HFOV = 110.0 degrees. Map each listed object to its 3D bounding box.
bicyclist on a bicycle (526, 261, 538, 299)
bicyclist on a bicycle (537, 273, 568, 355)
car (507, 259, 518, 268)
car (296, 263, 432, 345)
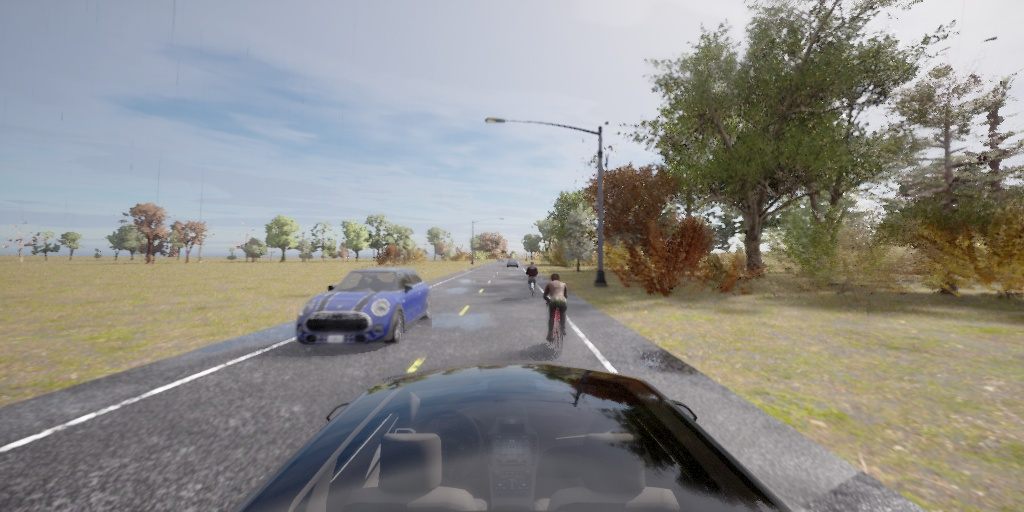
[{"bbox_3d":[0.960,1.121,17.160,0.659,1.776,1.843,0,0,0],"label":"bicyclist on a bicycle"},{"bbox_3d":[0.962,1.203,7.771,0.582,1.620,1.656,0,0,0],"label":"bicyclist on a bicycle"},{"bbox_3d":[0.093,1.317,62.463,1.994,1.385,4.181,0,0,0],"label":"car"},{"bbox_3d":[-3.601,1.102,9.565,2.097,1.767,4.553,0,0,0],"label":"car"}]
